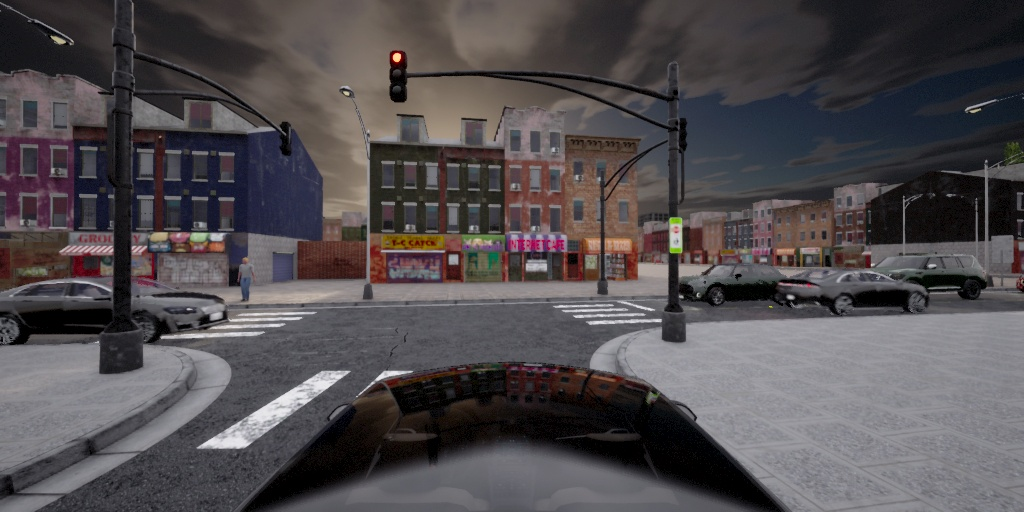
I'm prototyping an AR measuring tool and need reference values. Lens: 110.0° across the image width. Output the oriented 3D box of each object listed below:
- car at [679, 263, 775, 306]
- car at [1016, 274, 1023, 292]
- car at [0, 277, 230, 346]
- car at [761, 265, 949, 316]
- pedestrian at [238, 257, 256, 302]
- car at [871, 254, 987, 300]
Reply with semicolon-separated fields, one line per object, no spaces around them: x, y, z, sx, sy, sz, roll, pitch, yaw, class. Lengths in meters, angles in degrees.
9.178;1.083;15.164;4.553;1.767;2.097;0;0;-10;car
28.627;1.034;18.197;4.553;1.767;2.097;0;0;-8;car
-9.894;1.259;8.895;4.902;1.511;2.128;0;0;-3;car
11.916;1.199;12.638;4.902;1.511;2.128;0;0;-9;car
-11.105;0.945;14.964;0.375;1.860;0.375;0;0;-9;pedestrian
18.779;0.928;16.698;5.566;2.045;2.150;0;0;-9;car
